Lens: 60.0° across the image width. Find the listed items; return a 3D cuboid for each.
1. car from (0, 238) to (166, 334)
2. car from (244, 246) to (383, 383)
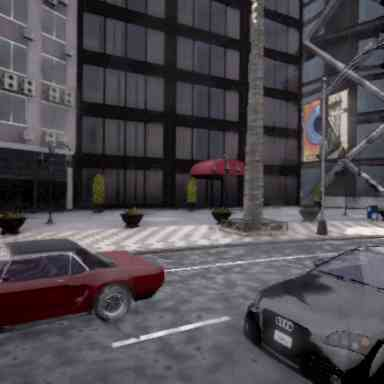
[{"bbox_3d":[-2.923,1.513,5.543,4.718,1.301,1.895,0,1,-33],"label":"car"},{"bbox_3d":[2.835,1.552,4.829,4.181,1.385,1.994,0,0,-28],"label":"car"}]
